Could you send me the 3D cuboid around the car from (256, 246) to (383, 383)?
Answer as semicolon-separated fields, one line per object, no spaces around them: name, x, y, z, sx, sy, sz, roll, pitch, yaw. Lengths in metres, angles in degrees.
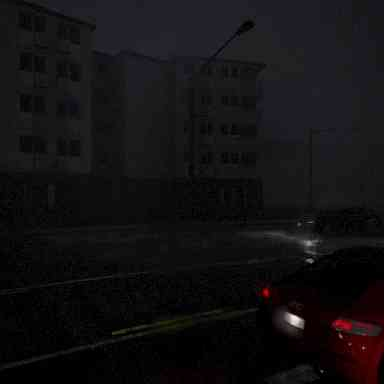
car;3.056;1.565;5.056;4.181;1.385;1.994;0;0;-27

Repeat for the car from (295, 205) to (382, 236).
car;8.056;1.506;18.354;4.892;1.490;1.837;0;0;-15
